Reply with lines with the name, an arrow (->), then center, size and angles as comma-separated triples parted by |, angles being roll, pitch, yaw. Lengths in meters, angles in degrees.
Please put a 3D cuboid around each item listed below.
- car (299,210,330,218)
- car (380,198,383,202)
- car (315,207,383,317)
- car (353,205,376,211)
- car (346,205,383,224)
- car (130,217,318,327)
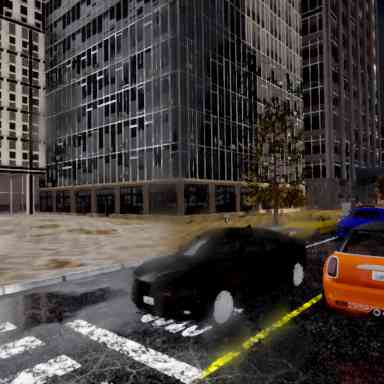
car -> 6.532, 1.673, 17.997 | 1.752, 1.417, 4.829 | -1, -1, 41
car -> 42.985, 1.659, 77.770 | 4.507, 1.381, 1.887 | -1, -2, 40
car -> 4.411, 1.357, 6.877 | 2.097, 1.767, 4.553 | -2, -1, 41
car -> 8.934, 1.556, 16.830 | 1.882, 1.535, 5.008 | -2, -1, 41
car -> 13.923, 1.720, 26.531 | 1.802, 1.307, 4.206 | -1, -1, 41
car -> 0.893, 1.567, 7.555 | 1.882, 1.535, 5.008 | -2, -1, 41
